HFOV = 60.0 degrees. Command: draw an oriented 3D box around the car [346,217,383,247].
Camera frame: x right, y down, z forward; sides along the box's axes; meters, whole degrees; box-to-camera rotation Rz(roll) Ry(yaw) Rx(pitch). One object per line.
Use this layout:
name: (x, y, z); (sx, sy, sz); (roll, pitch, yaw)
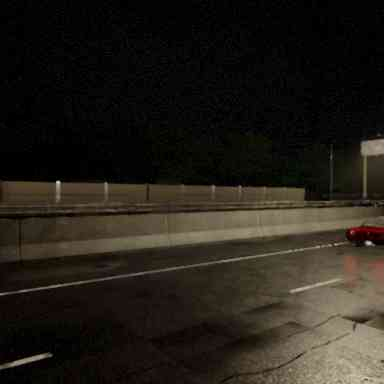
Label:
car: (8.769, 1.737, 14.386); (4.718, 1.301, 1.895); (1, 0, -36)

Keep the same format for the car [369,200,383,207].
car: (26.341, 1.774, 44.639); (4.553, 1.767, 2.097); (1, 0, -36)

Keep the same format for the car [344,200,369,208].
car: (23.409, 1.889, 46.833); (5.008, 1.535, 1.882); (1, 0, -36)
